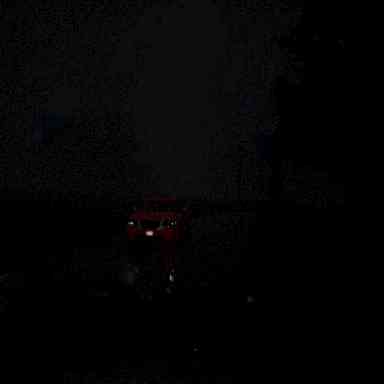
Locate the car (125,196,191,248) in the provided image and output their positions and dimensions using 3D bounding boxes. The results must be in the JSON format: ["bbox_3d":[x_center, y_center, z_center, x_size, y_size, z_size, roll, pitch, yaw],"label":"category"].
[{"bbox_3d":[-1.330,1.218,15.254,2.150,2.045,5.566,0,0,6],"label":"car"}]
